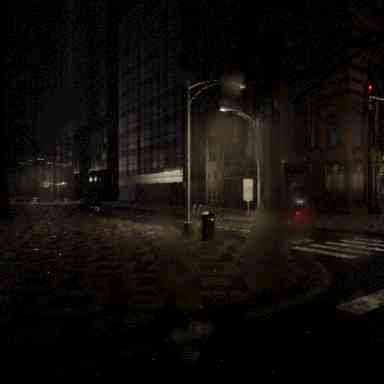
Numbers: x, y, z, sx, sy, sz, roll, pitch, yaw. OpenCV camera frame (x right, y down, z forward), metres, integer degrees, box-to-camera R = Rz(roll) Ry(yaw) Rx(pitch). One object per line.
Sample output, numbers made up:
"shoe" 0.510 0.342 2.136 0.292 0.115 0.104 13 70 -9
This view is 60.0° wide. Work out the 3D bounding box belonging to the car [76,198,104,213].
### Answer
"car" -11.002 1.432 35.829 1.837 1.490 4.892 0 1 -35
